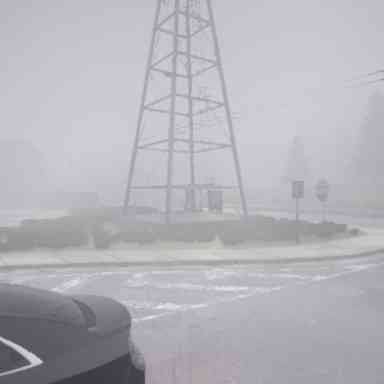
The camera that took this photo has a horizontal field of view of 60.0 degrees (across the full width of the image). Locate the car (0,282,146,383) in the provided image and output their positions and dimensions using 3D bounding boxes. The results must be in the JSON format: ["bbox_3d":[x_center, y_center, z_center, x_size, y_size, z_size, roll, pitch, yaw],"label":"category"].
[{"bbox_3d":[-2.677,1.506,2.075,4.892,1.490,1.837,0,0,-35],"label":"car"}]
